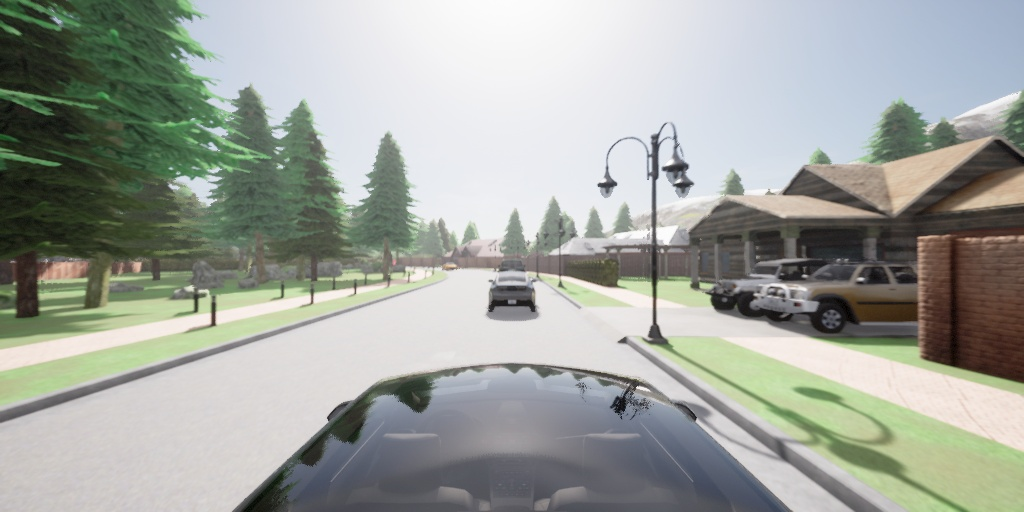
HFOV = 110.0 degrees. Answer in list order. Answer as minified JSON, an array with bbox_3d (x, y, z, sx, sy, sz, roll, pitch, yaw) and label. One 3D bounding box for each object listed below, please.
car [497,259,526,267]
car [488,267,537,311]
[{"bbox_3d":[-0.038,1.282,29.395,2.150,2.045,5.566,0,0,-1],"label":"car"},{"bbox_3d":[0.018,1.408,15.285,1.837,1.490,4.892,0,0,0],"label":"car"}]
